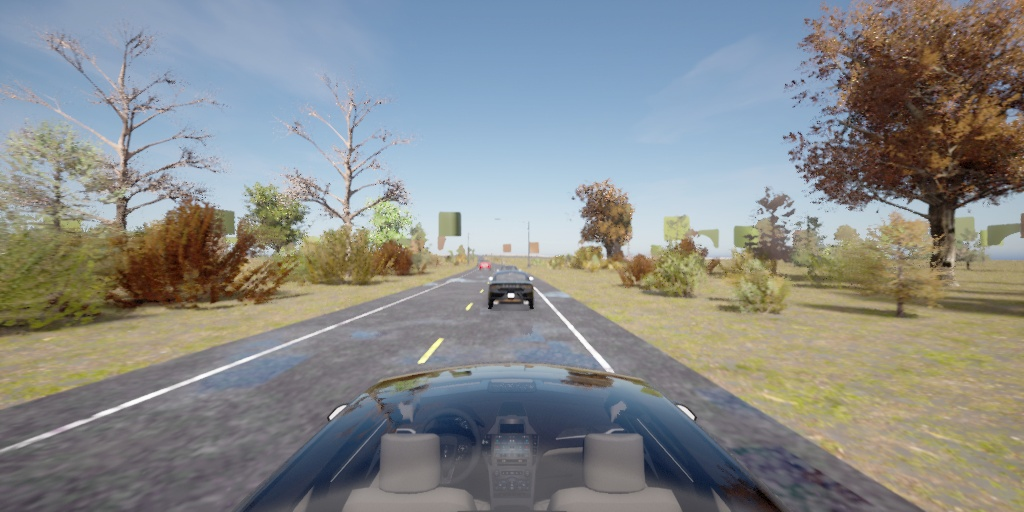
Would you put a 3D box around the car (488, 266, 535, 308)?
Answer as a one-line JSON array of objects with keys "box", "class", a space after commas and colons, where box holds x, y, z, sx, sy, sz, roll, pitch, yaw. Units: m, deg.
[{"box": [-0.039, 1.374, 16.141, 1.882, 1.535, 5.008, 0, 0, 0], "class": "car"}]

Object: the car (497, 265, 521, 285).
[{"box": [-0.262, 1.549, 30.418, 1.837, 1.490, 4.892, 0, 0, -1], "class": "car"}]
